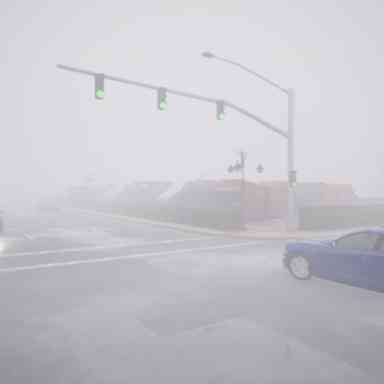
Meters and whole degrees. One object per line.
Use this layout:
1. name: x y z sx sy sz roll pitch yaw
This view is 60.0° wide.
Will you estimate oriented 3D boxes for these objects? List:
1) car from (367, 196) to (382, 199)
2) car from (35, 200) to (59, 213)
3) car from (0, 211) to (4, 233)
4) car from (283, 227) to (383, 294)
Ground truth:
1. car: 30.320 1.673 56.269 1.932 1.855 4.605 1 0 -35
2. car: -16.592 1.578 38.030 1.994 1.385 4.181 1 0 -35
3. car: -12.078 1.460 19.120 1.882 1.535 5.008 1 0 -35
4. car: 4.453 1.552 7.793 1.882 1.535 5.008 1 0 -35
